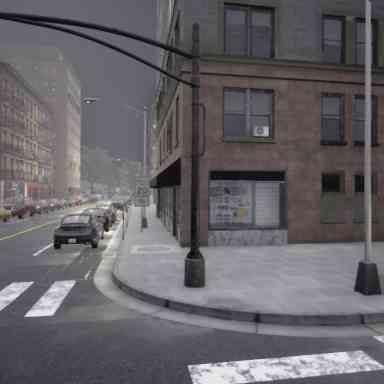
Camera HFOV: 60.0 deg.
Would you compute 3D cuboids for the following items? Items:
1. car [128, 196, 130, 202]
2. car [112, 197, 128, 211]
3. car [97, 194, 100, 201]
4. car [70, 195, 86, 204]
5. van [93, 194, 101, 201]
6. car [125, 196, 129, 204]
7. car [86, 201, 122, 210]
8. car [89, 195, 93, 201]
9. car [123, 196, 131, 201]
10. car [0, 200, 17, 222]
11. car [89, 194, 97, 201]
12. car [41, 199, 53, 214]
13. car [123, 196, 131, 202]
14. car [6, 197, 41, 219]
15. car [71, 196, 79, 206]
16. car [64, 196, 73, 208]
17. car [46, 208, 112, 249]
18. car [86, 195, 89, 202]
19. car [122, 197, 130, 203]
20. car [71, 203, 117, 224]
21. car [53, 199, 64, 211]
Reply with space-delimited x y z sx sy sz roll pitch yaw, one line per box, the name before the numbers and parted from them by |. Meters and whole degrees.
car | -11.201 1.591 52.518 1.967 1.590 4.097 0 0 -9
car | -9.392 1.674 41.703 2.008 1.369 4.403 0 0 -9
car | -23.643 1.493 78.228 2.192 1.841 5.009 0 0 -9
car | -20.032 1.436 56.599 2.192 1.841 5.009 0 0 -9
van | -25.449 1.548 89.042 1.690 1.788 3.998 0 0 -9
car | -10.297 1.688 47.110 2.008 1.369 4.403 0 0 -9
car | -6.678 1.633 25.483 2.008 1.369 4.403 0 0 -9
car | -21.839 1.731 67.412 1.802 1.307 4.206 0 0 -9
car | -17.534 1.816 90.365 1.947 1.339 4.313 0 0 -9
car | -14.589 1.563 23.987 1.752 1.417 4.829 0 0 -9
car | -22.740 1.478 72.820 2.192 1.841 5.009 0 0 -9
car | -16.422 1.506 34.970 1.967 1.590 4.097 0 0 -9
car | -16.630 1.787 84.958 2.008 1.369 4.403 0 0 -9
car | -15.518 1.367 29.563 2.192 1.841 5.009 0 0 -9
car | -19.131 1.673 51.191 1.947 1.339 4.313 0 0 -9
car | -18.228 1.644 45.783 2.008 1.369 4.403 0 0 -9
car | -4.869 1.606 14.670 2.008 1.369 4.403 0 0 -9
car | -20.908 1.660 61.838 1.752 1.417 4.829 0 0 -9
car | -15.725 1.804 79.551 1.802 1.307 4.206 0 0 -9
car | -5.773 1.613 20.076 1.887 1.381 4.507 0 0 -9
car | -17.325 1.519 40.377 1.967 1.590 4.097 0 0 -9
